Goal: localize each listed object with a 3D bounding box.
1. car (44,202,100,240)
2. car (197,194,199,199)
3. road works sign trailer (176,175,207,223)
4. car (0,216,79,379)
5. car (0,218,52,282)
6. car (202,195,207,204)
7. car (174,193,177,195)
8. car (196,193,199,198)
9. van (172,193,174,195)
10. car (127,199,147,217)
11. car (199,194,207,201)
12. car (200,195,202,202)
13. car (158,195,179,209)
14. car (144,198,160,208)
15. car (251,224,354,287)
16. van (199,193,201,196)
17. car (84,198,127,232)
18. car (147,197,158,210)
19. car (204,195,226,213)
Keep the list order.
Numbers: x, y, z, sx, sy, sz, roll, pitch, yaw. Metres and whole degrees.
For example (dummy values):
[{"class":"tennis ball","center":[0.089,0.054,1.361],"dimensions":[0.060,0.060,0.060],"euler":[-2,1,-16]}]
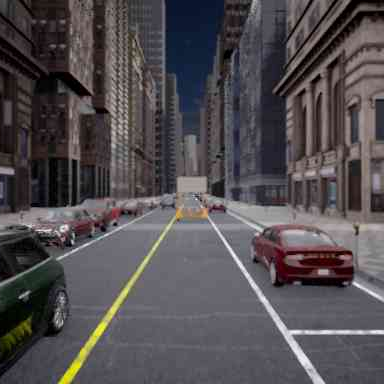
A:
[{"class":"car","center":[-5.767,1.447,14.809],"dimensions":[1.967,1.590,4.097],"euler":[0,0,0]},{"class":"car","center":[2.725,1.589,76.444],"dimensions":[1.887,1.381,4.507],"euler":[0,0,0]},{"class":"road works sign trailer","center":[-0.014,0.477,25.907],"dimensions":[2.380,3.560,2.880],"euler":[0,0,0]},{"class":"car","center":[-3.102,1.354,3.657],"dimensions":[2.097,1.767,4.553],"euler":[0,0,0]},{"class":"car","center":[-5.765,1.570,9.208],"dimensions":[1.947,1.339,4.313],"euler":[0,0,0]},{"class":"car","center":[2.740,1.552,48.603],"dimensions":[1.752,1.417,4.829],"euler":[0,0,0]},{"class":"car","center":[-5.806,1.491,87.633],"dimensions":[1.967,1.590,4.097],"euler":[0,0,0]},{"class":"car","center":[2.722,1.488,82.046],"dimensions":[1.967,1.590,4.097],"euler":[0,0,0]},{"class":"van","center":[-5.800,1.385,76.430],"dimensions":[1.690,1.788,3.998],"euler":[0,0,0]},{"class":"car","center":[-5.777,1.560,31.615],"dimensions":[1.887,1.381,4.507],"euler":[0,0,0]},{"class":"car","center":[2.734,1.578,59.637],"dimensions":[1.887,1.381,4.507],"euler":[0,0,0]},{"class":"car","center":[2.737,1.574,54.035],"dimensions":[1.887,1.381,4.507],"euler":[0,0,0]},{"class":"car","center":[-3.112,1.527,45.043],"dimensions":[1.837,1.490,4.892],"euler":[0,0,0]},{"class":"car","center":[-5.785,1.551,48.250],"dimensions":[1.752,1.417,4.829],"euler":[0,0,0]},{"class":"car","center":[2.761,1.549,9.218],"dimensions":[1.887,1.381,4.507],"euler":[0,0,0]},{"class":"van","center":[2.732,1.378,65.239],"dimensions":[1.690,1.788,3.998],"euler":[0,0,0]},{"class":"car","center":[-5.770,1.325,20.411],"dimensions":[2.192,1.841,5.009],"euler":[0,0,0]},{"class":"car","center":[-5.783,1.604,42.818],"dimensions":[1.802,1.307,4.206],"euler":[0,0,0]},{"class":"car","center":[2.746,1.459,37.228],"dimensions":[1.967,1.590,4.097],"euler":[0,0,0]}]
